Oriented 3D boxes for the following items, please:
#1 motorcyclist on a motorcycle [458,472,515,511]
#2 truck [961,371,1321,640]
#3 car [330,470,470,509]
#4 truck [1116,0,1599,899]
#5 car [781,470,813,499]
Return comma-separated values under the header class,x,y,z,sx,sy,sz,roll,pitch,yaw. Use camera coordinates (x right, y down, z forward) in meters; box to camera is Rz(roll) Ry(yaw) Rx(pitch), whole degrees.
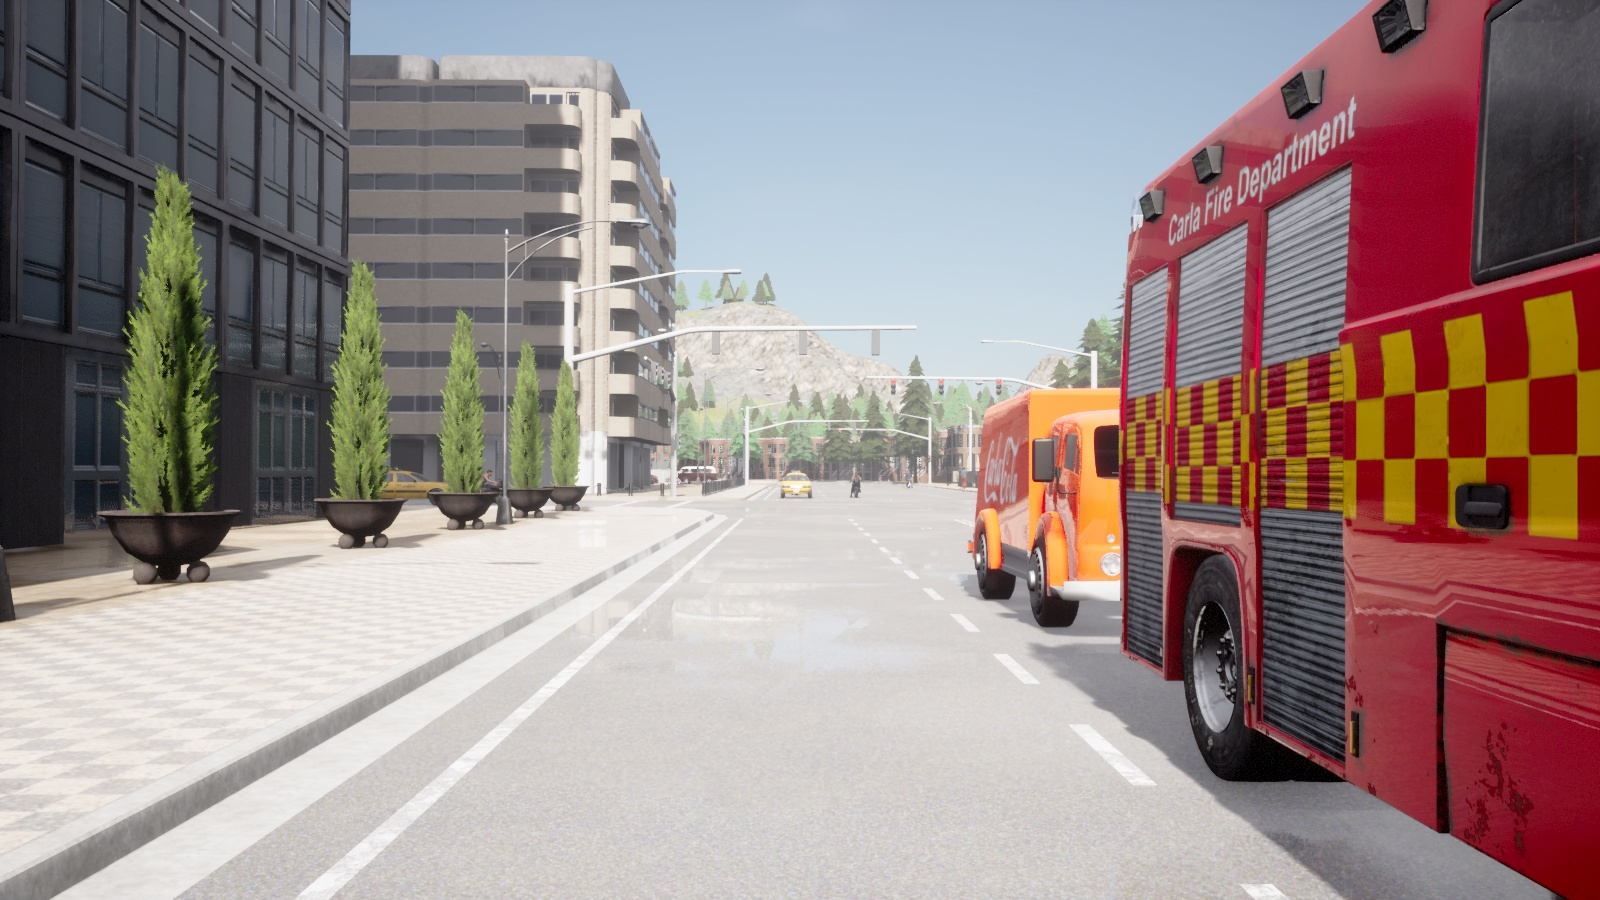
class,x,y,z,sx,sy,sz,roll,pitch,yaw
motorcyclist on a motorcycle,-12.417,1.625,49.796,2.044,1.523,0.797,0,-1,0
truck,3.465,0.551,14.149,2.627,2.467,5.204,0,-1,0
car,-16.922,1.659,53.309,5.366,1.575,1.801,0,-1,0
truck,3.485,-0.301,3.774,2.891,3.827,8.468,0,-1,0
car,-0.191,1.982,73.270,1.801,1.575,5.366,0,-1,0
